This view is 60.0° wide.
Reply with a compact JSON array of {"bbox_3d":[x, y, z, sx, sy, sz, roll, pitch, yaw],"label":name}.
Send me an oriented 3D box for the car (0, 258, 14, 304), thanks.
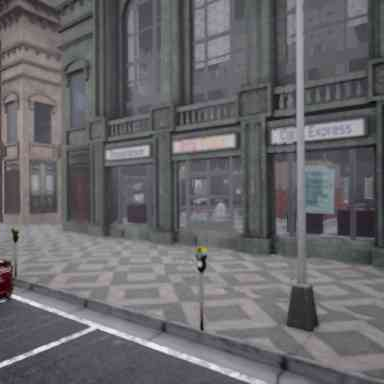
[{"bbox_3d":[-5.457,1.590,6.877,4.507,1.381,1.887,0,0,36],"label":"car"}]
